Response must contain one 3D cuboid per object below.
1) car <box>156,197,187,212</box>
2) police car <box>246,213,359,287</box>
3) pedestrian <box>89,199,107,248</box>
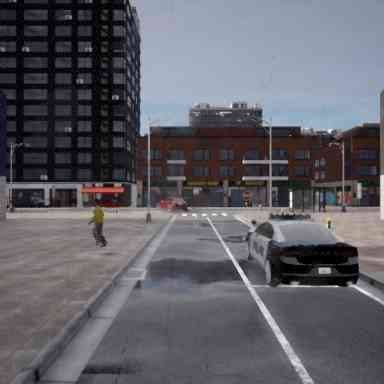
[{"bbox_3d":[-2.414,1.374,38.503,2.097,1.767,4.553,0,0,-31],"label":"car"},{"bbox_3d":[2.750,1.429,9.482,1.930,1.638,5.238,0,0,0],"label":"police car"},{"bbox_3d":[-3.521,1.147,12.495,0.375,1.860,0.375,0,0,0],"label":"pedestrian"}]
